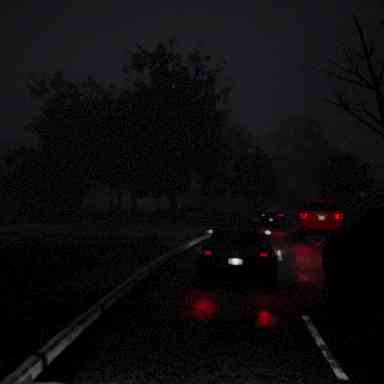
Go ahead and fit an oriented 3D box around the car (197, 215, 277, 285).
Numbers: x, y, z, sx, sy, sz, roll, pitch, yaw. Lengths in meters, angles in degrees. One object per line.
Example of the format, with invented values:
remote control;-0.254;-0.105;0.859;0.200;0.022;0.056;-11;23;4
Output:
car;1.348;1.596;9.706;1.994;1.385;4.181;0;0;10

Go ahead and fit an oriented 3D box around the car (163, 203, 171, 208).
car;-3.426;2.607;65.116;4.553;1.767;2.097;0;-2;7

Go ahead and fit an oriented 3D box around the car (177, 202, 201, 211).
car;-0.037;2.761;61.110;4.674;1.442;1.812;-1;-2;30

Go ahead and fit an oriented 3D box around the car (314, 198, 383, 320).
car;3.927;1.230;5.540;2.150;2.045;5.566;0;0;6

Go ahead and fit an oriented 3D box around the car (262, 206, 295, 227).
car;6.575;1.808;25.334;1.812;1.442;4.674;-1;-2;27

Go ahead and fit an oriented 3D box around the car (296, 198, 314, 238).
car;6.987;1.358;18.268;2.150;2.045;5.566;0;-1;19
